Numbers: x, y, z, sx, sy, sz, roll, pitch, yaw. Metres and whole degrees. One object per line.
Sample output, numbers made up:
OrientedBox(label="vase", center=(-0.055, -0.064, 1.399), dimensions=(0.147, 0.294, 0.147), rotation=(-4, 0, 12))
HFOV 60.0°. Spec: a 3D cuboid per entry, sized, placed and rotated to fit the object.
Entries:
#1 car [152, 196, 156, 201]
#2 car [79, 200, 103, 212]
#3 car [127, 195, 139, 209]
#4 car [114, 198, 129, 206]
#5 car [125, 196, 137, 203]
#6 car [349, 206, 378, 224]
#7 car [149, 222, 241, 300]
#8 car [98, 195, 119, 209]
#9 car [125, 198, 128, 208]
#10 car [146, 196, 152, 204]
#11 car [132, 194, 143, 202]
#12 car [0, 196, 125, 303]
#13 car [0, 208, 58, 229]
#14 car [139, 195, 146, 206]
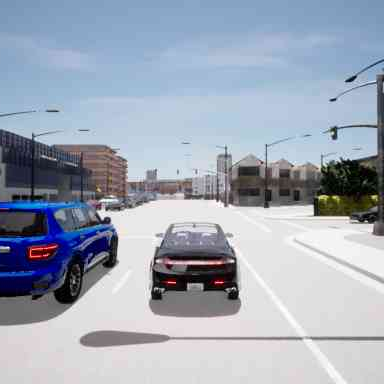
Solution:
OrientedBox(label="car", center=(-10.566, 1.727, 87.437), dimensions=(2.033, 1.411, 5.357), rotation=(0, 0, 0))
OrientedBox(label="car", center=(-14.136, 1.862, 46.910), dimensions=(1.882, 1.535, 5.008), rotation=(0, -1, 0))
OrientedBox(label="car", center=(-10.625, 1.787, 54.716), dimensions=(2.097, 1.767, 4.553), rotation=(0, 0, 0))
OrientedBox(label="car", center=(-14.063, 1.967, 66.365), dimensions=(1.895, 1.301, 4.718), rotation=(0, 1, 0))
OrientedBox(label="car", center=(-14.058, 1.728, 76.460), dimensions=(1.837, 1.490, 4.892), rotation=(0, 1, 0))
OrientedBox(label="car", center=(15.081, 1.686, 25.544), dimensions=(5.357, 1.411, 2.033), rotation=(0, -1, 0))
OrientedBox(label="car", center=(0.062, 1.507, 8.422), dimensions=(2.128, 1.511, 4.902), rotation=(0, 0, 0))
OrientedBox(label="car", center=(-14.125, 1.652, 56.615), dimensions=(2.150, 2.045, 5.566), rotation=(0, 0, 0))
OrientedBox(label="car", center=(-10.631, 1.939, 46.126), dimensions=(1.994, 1.385, 4.181), rotation=(0, 0, 0))
OrientedBox(label="car", center=(-10.556, 1.761, 73.796), dimensions=(1.837, 1.490, 4.892), rotation=(0, 1, 0))
OrientedBox(label="car", center=(-14.066, 1.540, 86.664), dimensions=(2.097, 1.767, 4.553), rotation=(0, 0, 0))
OrientedBox(label="car", center=(-3.439, 1.240, 8.379), dimensions=(2.150, 2.045, 5.566), rotation=(0, 0, 0))
OrientedBox(label="car", center=(-11.633, 1.718, 22.026), dimensions=(4.718, 1.301, 1.895), rotation=(0, -1, 0))
OrientedBox(label="car", center=(-10.595, 1.900, 63.622), dimensions=(1.837, 1.490, 4.892), rotation=(0, 1, 1))
